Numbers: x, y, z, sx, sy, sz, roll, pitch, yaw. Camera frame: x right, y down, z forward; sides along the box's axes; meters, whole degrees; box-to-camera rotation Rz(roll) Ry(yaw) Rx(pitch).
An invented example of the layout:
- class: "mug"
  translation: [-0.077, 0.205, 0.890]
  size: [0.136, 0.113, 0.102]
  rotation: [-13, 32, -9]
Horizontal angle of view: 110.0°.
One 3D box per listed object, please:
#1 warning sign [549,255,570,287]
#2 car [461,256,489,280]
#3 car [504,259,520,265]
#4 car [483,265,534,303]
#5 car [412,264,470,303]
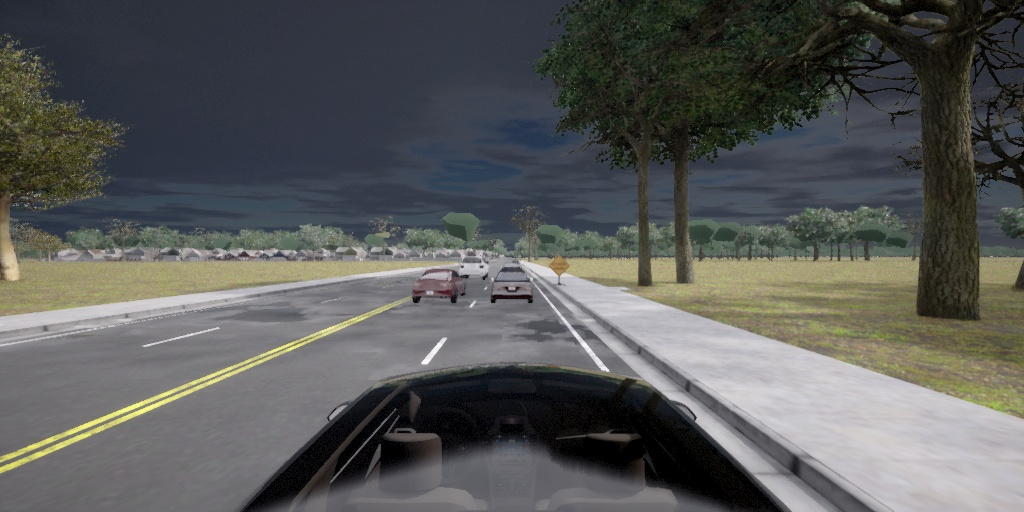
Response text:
- class: "warning sign"
  translation: [2.850, 0.875, 21.639]
  size: [1.300, 1.860, 1.060]
  rotation: [0, 0, 0]
- class: "car"
  translation: [-3.250, 1.034, 31.532]
  size: [2.150, 2.045, 5.566]
  rotation: [0, 0, 0]
- class: "car"
  translation: [0.000, 1.261, 31.501]
  size: [1.882, 1.535, 5.008]
  rotation: [0, 0, 0]
- class: "car"
  translation: [0.000, 1.319, 16.501]
  size: [2.033, 1.411, 5.357]
  rotation: [0, 0, 0]
- class: "car"
  translation: [-3.250, 1.289, 16.502]
  size: [1.812, 1.442, 4.674]
  rotation: [0, 0, 0]
